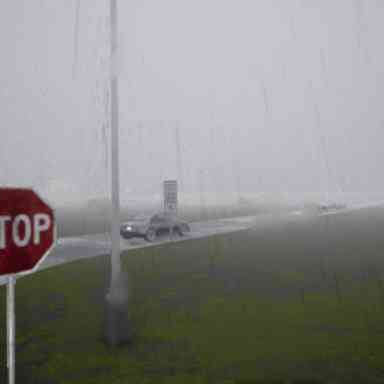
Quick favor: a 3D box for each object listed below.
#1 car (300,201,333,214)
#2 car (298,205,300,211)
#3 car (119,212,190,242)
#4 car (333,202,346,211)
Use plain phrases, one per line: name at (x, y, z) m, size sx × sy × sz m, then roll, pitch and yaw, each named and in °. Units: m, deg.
car at (15.805, 1.924, 42.057) m, size 1.882 × 1.535 × 5.008 m, roll -1°, pitch -1°, yaw 37°
car at (16.824, 2.017, 48.118) m, size 2.128 × 1.511 × 4.902 m, roll -1°, pitch -1°, yaw 37°
car at (-1.956, 1.813, 18.223) m, size 1.994 × 1.385 × 4.181 m, roll -1°, pitch -1°, yaw 37°
car at (22.033, 2.107, 50.516) m, size 1.895 × 1.301 × 4.718 m, roll -1°, pitch -1°, yaw 37°
